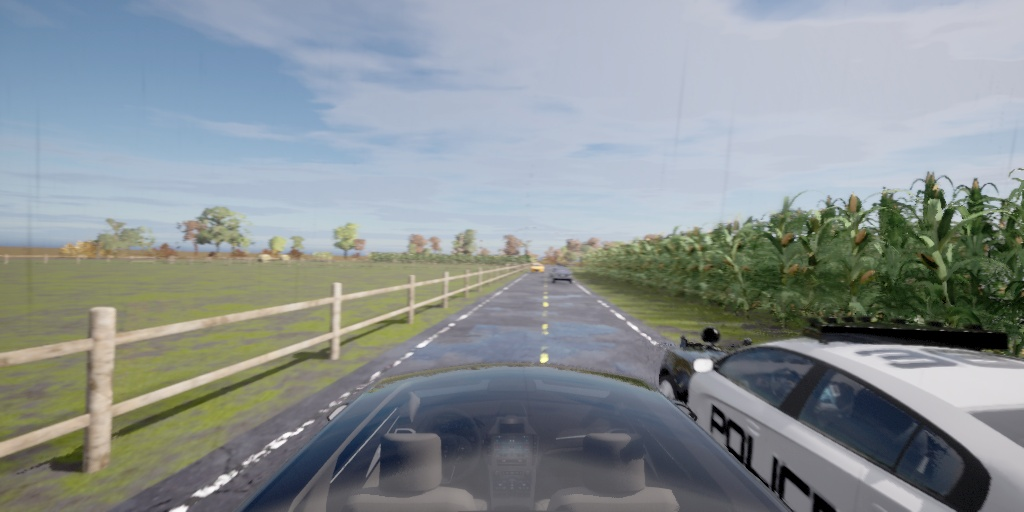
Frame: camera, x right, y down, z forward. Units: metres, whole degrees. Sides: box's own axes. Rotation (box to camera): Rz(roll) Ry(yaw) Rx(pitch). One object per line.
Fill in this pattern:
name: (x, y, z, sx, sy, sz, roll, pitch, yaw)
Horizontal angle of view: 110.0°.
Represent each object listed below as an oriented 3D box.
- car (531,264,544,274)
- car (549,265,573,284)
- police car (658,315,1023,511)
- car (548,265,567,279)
car: (4.058, 1.981, 57.477, 1.882, 1.535, 5.008, 2, -1, 5)
car: (4.613, 1.789, 33.335, 2.033, 1.411, 5.357, 2, -1, 6)
police car: (2.572, 1.258, 2.551, 1.930, 1.638, 5.238, 2, -1, 5)
car: (5.592, 1.887, 44.244, 2.128, 1.511, 4.902, 2, -1, 6)
